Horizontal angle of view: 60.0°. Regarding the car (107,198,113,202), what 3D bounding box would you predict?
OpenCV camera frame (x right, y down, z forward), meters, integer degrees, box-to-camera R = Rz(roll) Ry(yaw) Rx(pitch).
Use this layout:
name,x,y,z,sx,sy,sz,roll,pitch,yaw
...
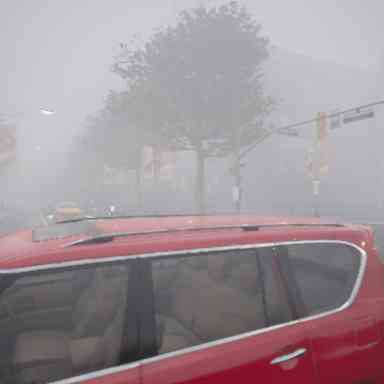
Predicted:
name,x,y,z,sx,sy,sz,roll,pitch,yaw
car,-21.350,2.079,84.163,1.895,1.301,4.718,1,-1,-26

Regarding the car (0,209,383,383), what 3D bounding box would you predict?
name,x,y,z,sx,sy,sz,roll,pitch,yaw
car,-0.778,1.243,2.513,5.566,2.045,2.150,0,0,-26

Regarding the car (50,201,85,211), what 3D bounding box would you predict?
name,x,y,z,sx,sy,sz,roll,pitch,yaw
car,-10.558,1.643,27.911,1.882,1.535,5.008,1,-1,-26

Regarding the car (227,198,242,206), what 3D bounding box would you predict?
name,x,y,z,sx,sy,sz,roll,pitch,yaw
car,8.242,2.033,67.712,2.161,1.482,4.786,1,-1,-26

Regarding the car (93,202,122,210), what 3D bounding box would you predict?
name,x,y,z,sx,sy,sz,roll,pitch,yaw
car,-6.688,1.791,27.961,1.895,1.301,4.718,1,-1,-26

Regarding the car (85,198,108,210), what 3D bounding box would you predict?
name,x,y,z,sx,sy,sz,roll,pitch,yaw
car,-11.223,1.731,37.259,2.128,1.511,4.902,1,-1,-26

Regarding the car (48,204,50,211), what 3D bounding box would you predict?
name,x,y,z,sx,sy,sz,roll,pitch,yaw
car,-15.156,1.762,37.349,2.033,1.411,5.357,1,-1,-26

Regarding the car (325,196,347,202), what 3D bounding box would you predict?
name,x,y,z,sx,sy,sz,roll,pitch,yaw
car,35.065,1.936,81.381,2.435,2.045,5.566,1,-1,-26

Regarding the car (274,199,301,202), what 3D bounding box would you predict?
name,x,y,z,sx,sy,sz,roll,pitch,yaw
car,17.325,1.922,58.588,2.002,1.452,4.674,1,-1,-26

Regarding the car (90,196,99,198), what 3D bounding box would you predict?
name,x,y,z,sx,sy,sz,roll,pitch,yaw
car,-24.464,1.806,82.569,2.097,1.767,4.553,1,-1,-26
